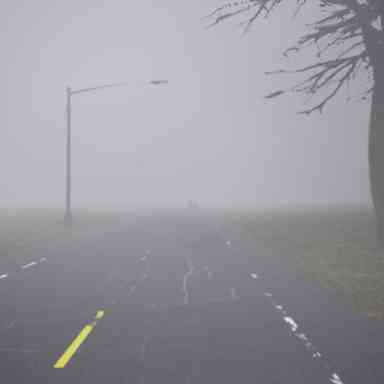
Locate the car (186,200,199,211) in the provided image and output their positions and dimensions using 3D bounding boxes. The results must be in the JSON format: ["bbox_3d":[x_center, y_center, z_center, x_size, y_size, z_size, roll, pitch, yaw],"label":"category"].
[{"bbox_3d":[0.066,2.101,50.230,2.033,1.411,5.357,0,-1,0],"label":"car"}]

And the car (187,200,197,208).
[{"bbox_3d":[-0.044,2.242,65.364,1.812,1.442,4.674,0,-1,0],"label":"car"}]
